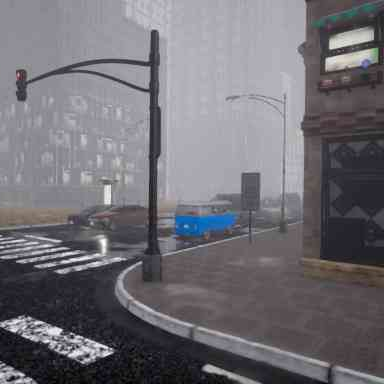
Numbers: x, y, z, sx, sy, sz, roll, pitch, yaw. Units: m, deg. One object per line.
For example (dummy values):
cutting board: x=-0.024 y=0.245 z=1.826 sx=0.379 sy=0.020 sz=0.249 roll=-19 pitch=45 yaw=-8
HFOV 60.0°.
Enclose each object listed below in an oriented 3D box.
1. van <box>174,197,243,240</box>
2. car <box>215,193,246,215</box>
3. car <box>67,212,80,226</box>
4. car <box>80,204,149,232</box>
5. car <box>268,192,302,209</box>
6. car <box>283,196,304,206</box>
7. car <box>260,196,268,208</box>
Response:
van: x=0.801 y=1.368 z=17.037 sx=1.690 sy=1.788 sz=3.998 roll=1 pitch=1 yaw=35
car: x=3.126 y=1.141 z=30.302 sx=2.150 sy=2.045 sz=5.566 roll=1 pitch=0 yaw=35
car: x=-6.033 y=1.467 z=21.893 sx=1.947 sy=1.339 sz=4.313 roll=1 pitch=1 yaw=35
car: x=-4.092 y=1.466 z=20.149 sx=1.812 sy=1.442 sz=4.674 roll=1 pitch=1 yaw=37
car: x=12.280 y=1.104 z=43.118 sx=2.150 sy=2.045 sz=5.566 roll=1 pitch=2 yaw=36
car: x=16.299 y=1.364 z=53.326 sx=1.752 sy=1.417 sz=4.829 roll=1 pitch=1 yaw=35
car: x=9.989 y=1.293 z=44.443 sx=1.967 sy=1.590 sz=4.097 roll=1 pitch=1 yaw=35
